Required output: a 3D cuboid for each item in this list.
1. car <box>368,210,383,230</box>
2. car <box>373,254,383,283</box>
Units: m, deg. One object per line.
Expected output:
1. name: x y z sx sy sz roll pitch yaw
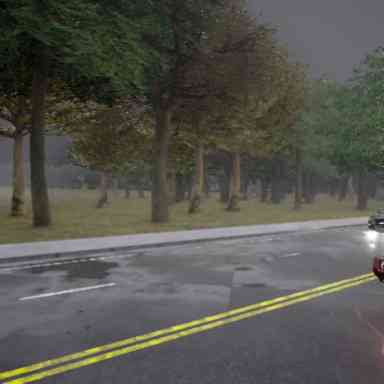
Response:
1. car: 12.813 1.674 20.786 4.181 1.385 1.994 0 0 -35
2. car: 6.418 1.649 8.010 4.718 1.301 1.895 0 0 -35
